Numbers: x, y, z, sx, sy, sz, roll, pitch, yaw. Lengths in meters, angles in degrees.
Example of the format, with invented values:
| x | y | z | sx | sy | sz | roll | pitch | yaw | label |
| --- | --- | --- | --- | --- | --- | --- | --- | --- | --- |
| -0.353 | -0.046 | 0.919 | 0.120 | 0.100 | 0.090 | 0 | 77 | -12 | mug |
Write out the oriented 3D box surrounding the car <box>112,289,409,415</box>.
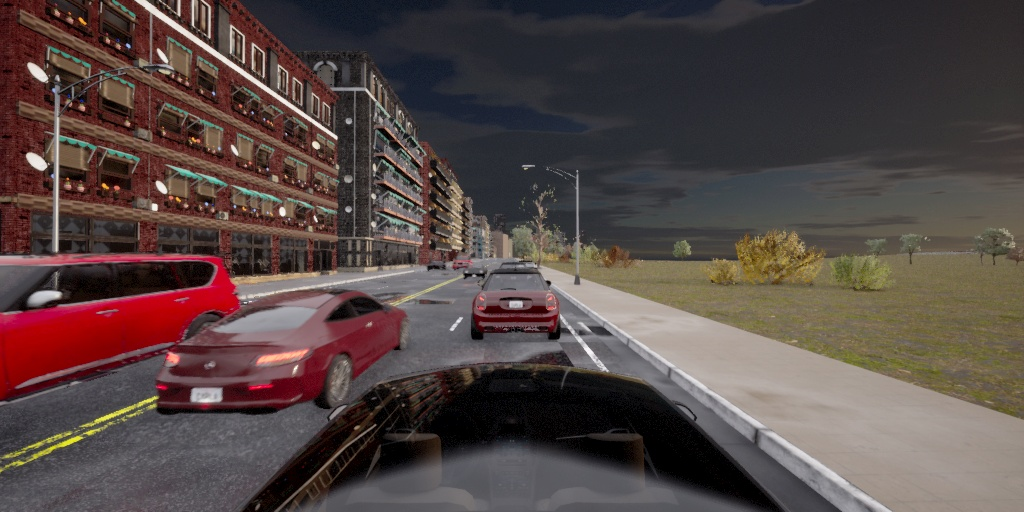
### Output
| x | y | z | sx | sy | sz | roll | pitch | yaw | label |
| --- | --- | --- | --- | --- | --- | --- | --- | --- | --- |
| -3.159 | 1.276 | 6.006 | 1.812 | 1.442 | 4.674 | 0 | 0 | 0 | car |

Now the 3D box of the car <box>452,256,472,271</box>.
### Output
| x | y | z | sx | sy | sz | roll | pitch | yaw | label |
| --- | --- | --- | --- | --- | --- | --- | --- | --- | --- |
| -6.665 | 0.974 | 48.677 | 2.150 | 2.045 | 5.566 | 0 | 0 | 0 | car |

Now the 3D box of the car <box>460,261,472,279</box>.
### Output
| x | y | z | sx | sy | sz | roll | pitch | yaw | label |
| --- | --- | --- | --- | --- | --- | --- | --- | --- | --- |
| -3.193 | 1.354 | 32.410 | 1.895 | 1.301 | 4.718 | 0 | 0 | 0 | car |

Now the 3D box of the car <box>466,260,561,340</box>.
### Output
| x | y | z | sx | sy | sz | roll | pitch | yaw | label |
| --- | --- | --- | --- | --- | --- | --- | --- | --- | --- |
| 0.080 | 1.103 | 10.151 | 2.097 | 1.767 | 4.553 | 0 | 0 | 0 | car |

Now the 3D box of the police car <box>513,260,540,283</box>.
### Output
| x | y | z | sx | sy | sz | roll | pitch | yaw | label |
| --- | --- | --- | --- | --- | --- | --- | --- | --- | --- |
| 1.098 | 1.179 | 29.419 | 1.930 | 1.638 | 5.238 | 0 | 0 | 0 | police car |

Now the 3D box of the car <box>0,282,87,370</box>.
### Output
| x | y | z | sx | sy | sz | roll | pitch | yaw | label |
| --- | --- | --- | --- | --- | --- | --- | --- | --- | --- |
| -9.855 | 1.276 | 5.212 | 1.812 | 1.442 | 4.674 | 0 | 0 | 0 | car |

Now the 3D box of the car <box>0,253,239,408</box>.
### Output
| x | y | z | sx | sy | sz | roll | pitch | yaw | label |
| --- | --- | --- | --- | --- | --- | --- | --- | --- | --- |
| -6.608 | 0.972 | 5.045 | 2.150 | 2.045 | 5.566 | 0 | 0 | 0 | car |

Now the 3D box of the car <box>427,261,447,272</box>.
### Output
| x | y | z | sx | sy | sz | roll | pitch | yaw | label |
| --- | --- | --- | --- | --- | --- | --- | --- | --- | --- |
| -9.914 | 1.354 | 47.428 | 1.895 | 1.301 | 4.718 | 0 | 0 | 0 | car |
